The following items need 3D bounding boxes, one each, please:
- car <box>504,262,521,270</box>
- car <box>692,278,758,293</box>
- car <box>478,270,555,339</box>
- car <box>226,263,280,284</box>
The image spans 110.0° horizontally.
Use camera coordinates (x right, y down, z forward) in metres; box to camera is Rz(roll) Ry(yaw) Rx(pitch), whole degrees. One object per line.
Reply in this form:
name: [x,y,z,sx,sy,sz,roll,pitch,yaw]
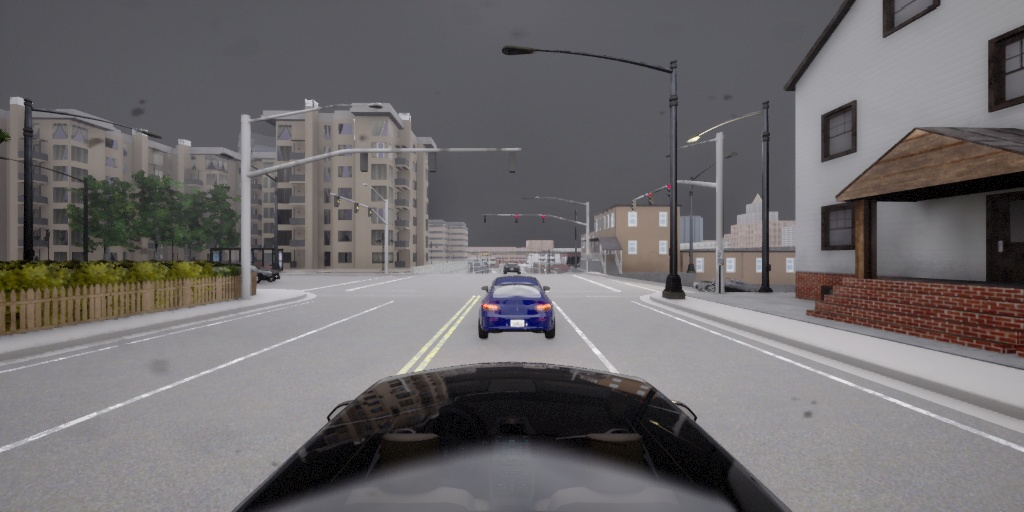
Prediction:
car: [0.026,1.464,42.513,1.812,1.442,4.674,0,-5,1]
car: [17.590,2.552,29.652,4.902,1.511,2.128,8,0,1]
car: [0.110,1.276,9.991,1.812,1.442,4.674,0,0,0]
car: [-19.815,1.255,26.487,4.892,1.490,1.837,0,0,1]
